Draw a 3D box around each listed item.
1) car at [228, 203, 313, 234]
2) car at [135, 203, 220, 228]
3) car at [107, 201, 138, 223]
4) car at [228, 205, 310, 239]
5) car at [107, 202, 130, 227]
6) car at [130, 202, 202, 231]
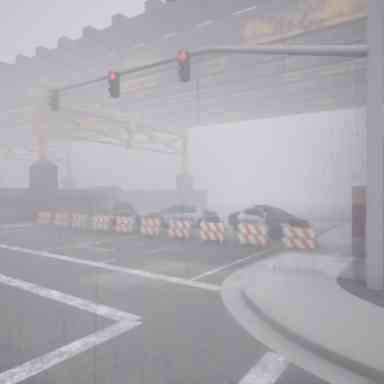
[{"bbox_3d":[3.903,1.292,17.373,1.853,1.218,4.536,0,0,-26],"label":"car"},{"bbox_3d":[-0.849,1.289,19.801,4.536,1.218,1.853,0,0,-1],"label":"car"},{"bbox_3d":[-4.669,1.286,22.518,1.853,1.218,4.536,0,0,-11],"label":"car"},{"bbox_3d":[3.926,1.449,17.326,2.038,1.542,4.974,0,0,-26],"label":"car"},{"bbox_3d":[-4.659,1.444,22.467,2.038,1.542,4.974,0,0,-11],"label":"car"},{"bbox_3d":[-0.901,1.446,19.800,4.974,1.542,2.038,0,0,-1],"label":"car"}]
